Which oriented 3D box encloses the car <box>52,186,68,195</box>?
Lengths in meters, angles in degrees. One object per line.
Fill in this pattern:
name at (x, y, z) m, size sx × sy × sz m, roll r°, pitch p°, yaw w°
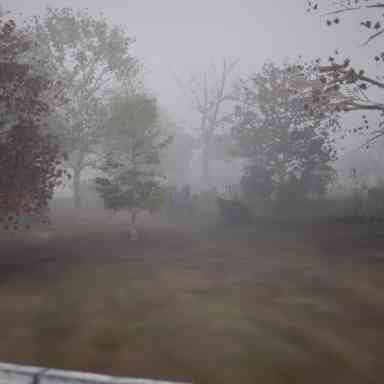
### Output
car at (-34.512, -0.429, 85.300) m, size 2.435 × 2.045 × 5.566 m, roll -1°, pitch 3°, yaw 29°
